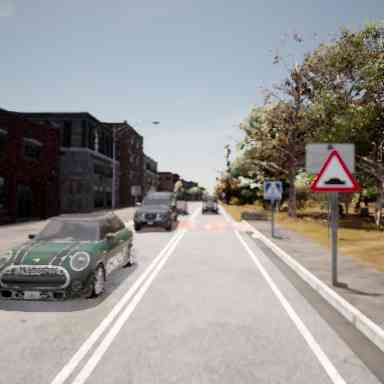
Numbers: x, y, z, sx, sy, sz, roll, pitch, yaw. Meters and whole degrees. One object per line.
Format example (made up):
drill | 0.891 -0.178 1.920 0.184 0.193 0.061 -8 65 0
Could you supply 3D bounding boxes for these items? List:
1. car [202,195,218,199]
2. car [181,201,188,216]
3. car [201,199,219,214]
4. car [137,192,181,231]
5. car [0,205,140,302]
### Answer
car | 2.648 1.495 48.233 2.150 2.045 5.566 0 0 3
car | -1.398 1.701 35.653 1.812 1.442 4.674 0 0 4
car | 2.049 1.813 37.983 1.895 1.301 4.718 0 0 3
car | -2.212 1.180 21.707 2.150 2.045 5.566 1 5 4
car | -2.942 1.392 8.615 2.097 1.767 4.553 0 0 3
